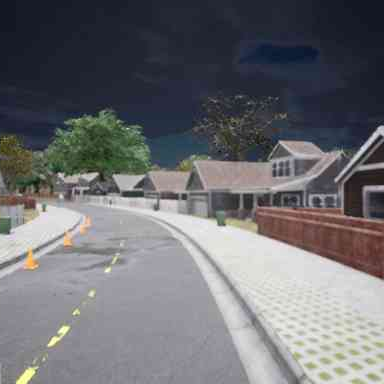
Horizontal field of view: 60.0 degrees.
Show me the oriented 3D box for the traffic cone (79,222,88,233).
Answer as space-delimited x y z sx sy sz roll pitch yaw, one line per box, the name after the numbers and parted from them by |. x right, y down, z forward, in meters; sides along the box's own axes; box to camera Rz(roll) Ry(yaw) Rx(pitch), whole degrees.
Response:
-6.592 2.135 20.047 0.340 0.580 0.340 0 0 -12 | traffic cone

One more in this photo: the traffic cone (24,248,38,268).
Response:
-5.049 2.060 10.404 0.340 0.580 0.340 0 0 -6 | traffic cone

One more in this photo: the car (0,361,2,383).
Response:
-2.505 1.229 0.306 2.150 2.045 5.566 0 -1 -1 | car

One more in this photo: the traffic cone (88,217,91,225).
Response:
-7.700 2.173 24.803 0.340 0.580 0.340 0 0 -14 | traffic cone

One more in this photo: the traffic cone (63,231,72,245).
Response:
-5.707 2.097 15.244 0.340 0.580 0.340 0 0 -9 | traffic cone
